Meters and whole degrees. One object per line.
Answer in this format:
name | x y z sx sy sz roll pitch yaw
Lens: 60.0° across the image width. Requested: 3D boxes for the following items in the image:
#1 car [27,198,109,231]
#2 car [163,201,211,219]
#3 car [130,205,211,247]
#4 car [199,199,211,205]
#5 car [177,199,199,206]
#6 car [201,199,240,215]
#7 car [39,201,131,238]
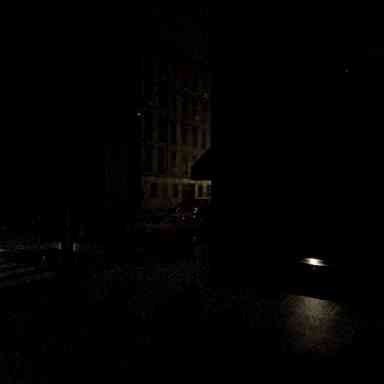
car | -6.959 1.282 19.693 2.192 1.841 5.009 0 0 36
car | -0.357 1.520 28.934 1.947 1.339 4.313 0 0 36
car | -0.337 1.530 15.158 1.752 1.417 4.829 0 0 36
car | 2.868 1.313 19.639 2.192 1.841 5.009 0 0 36
car | 0.649 1.320 25.970 2.097 1.767 4.553 0 0 35
car | 2.945 1.493 33.554 1.887 1.381 4.507 0 0 36
car | -5.187 1.457 17.802 1.882 1.535 5.008 0 0 34
